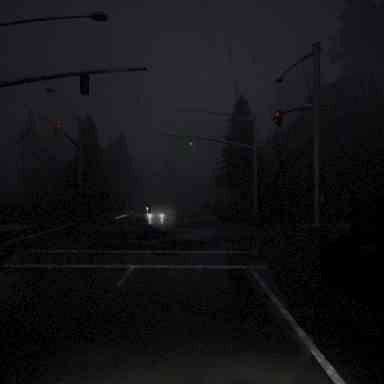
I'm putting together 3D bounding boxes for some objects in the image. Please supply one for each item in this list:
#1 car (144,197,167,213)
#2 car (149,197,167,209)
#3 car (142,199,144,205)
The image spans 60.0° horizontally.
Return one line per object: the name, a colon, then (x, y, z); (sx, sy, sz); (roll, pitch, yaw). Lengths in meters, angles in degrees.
car: (-3.790, 1.571, 37.049); (2.033, 1.411, 5.357); (0, 0, -1)
car: (-4.796, 1.521, 46.822); (2.128, 1.511, 4.902); (0, 0, -11)
car: (-7.302, 1.561, 56.552); (1.812, 1.442, 4.674); (0, 0, -20)
